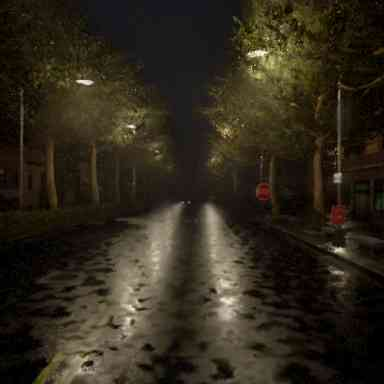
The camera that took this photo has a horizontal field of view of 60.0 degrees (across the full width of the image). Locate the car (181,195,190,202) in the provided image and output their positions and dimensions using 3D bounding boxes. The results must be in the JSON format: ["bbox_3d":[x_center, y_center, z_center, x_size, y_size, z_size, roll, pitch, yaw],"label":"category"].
[{"bbox_3d":[-1.499,1.431,81.603,2.097,1.767,4.553,0,0,1],"label":"car"}]

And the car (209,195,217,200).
[{"bbox_3d":[5.975,1.604,95.156,2.231,1.521,4.892,0,0,1],"label":"car"}]

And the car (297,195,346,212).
[{"bbox_3d":[15.638,1.331,40.258,5.566,2.045,2.150,0,0,-1],"label":"car"}]

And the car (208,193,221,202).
[{"bbox_3d":[5.037,1.333,80.809,2.435,2.045,5.566,0,0,1],"label":"car"}]
